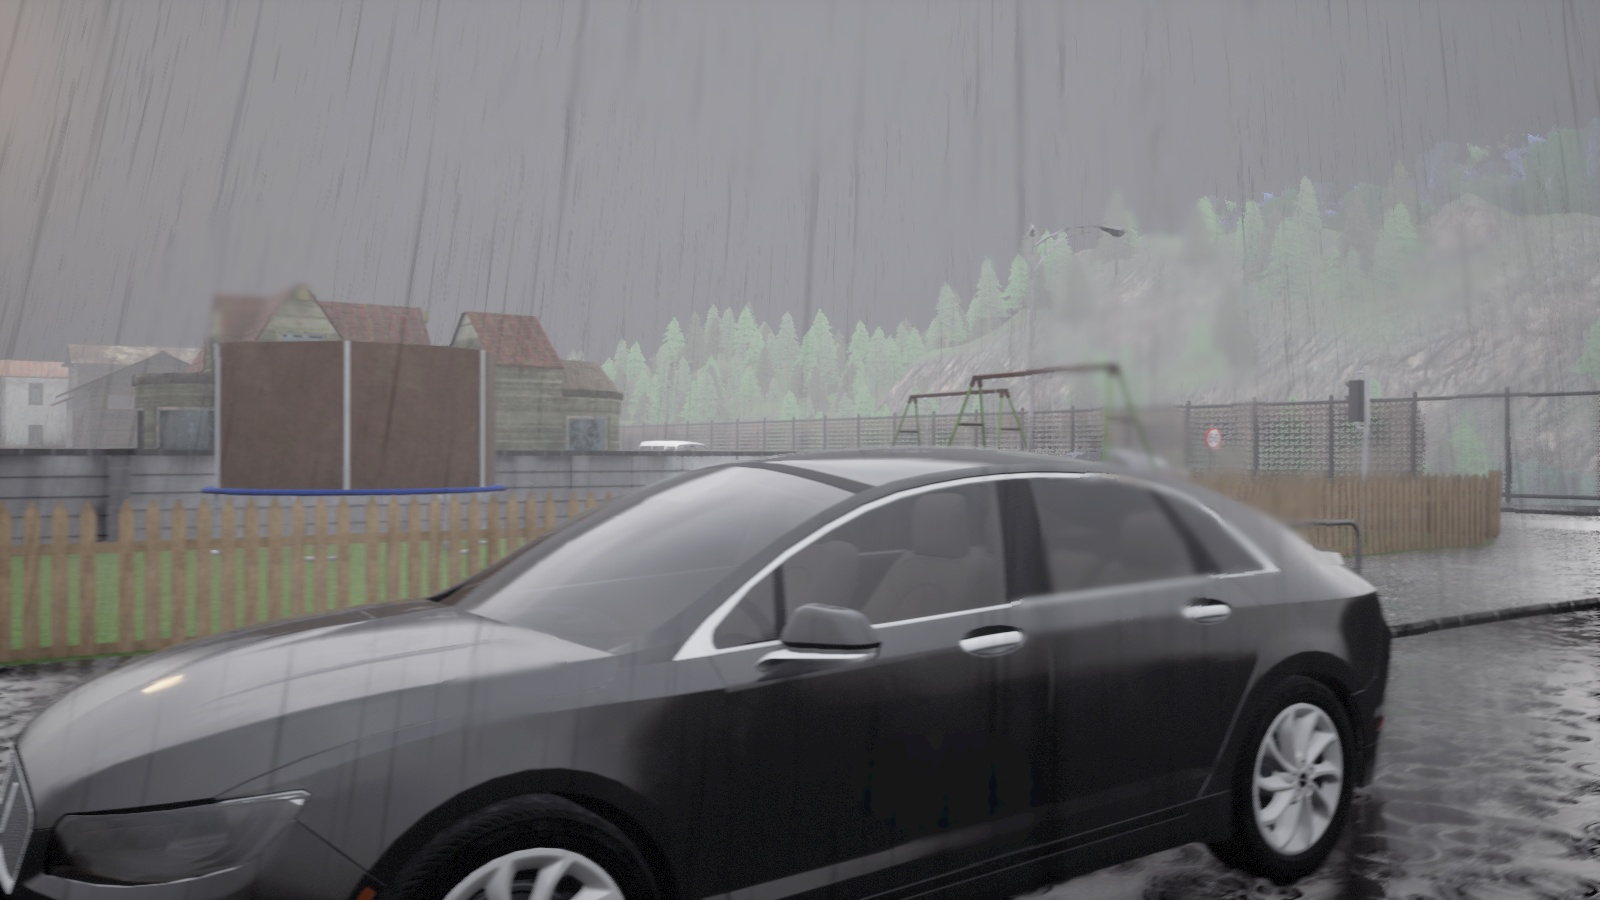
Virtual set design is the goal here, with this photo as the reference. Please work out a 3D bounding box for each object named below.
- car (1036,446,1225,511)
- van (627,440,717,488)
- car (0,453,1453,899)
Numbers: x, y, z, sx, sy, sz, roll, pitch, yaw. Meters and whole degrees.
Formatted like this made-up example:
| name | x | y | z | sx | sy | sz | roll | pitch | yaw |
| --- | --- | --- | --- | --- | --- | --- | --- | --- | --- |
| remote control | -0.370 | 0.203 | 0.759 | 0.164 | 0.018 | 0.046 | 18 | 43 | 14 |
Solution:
| name | x | y | z | sx | sy | sz | roll | pitch | yaw |
| --- | --- | --- | --- | --- | --- | --- | --- | --- | --- |
| car | 8.994 | 0.741 | 34.587 | 2.033 | 1.649 | 4.856 | 0 | 0 | -35 |
| van | -5.719 | 0.617 | 55.727 | 2.069 | 2.038 | 4.480 | 0 | 0 | -35 |
| car | 0.032 | 0.760 | 4.290 | 4.892 | 1.490 | 1.837 | 0 | 0 | -35 |
